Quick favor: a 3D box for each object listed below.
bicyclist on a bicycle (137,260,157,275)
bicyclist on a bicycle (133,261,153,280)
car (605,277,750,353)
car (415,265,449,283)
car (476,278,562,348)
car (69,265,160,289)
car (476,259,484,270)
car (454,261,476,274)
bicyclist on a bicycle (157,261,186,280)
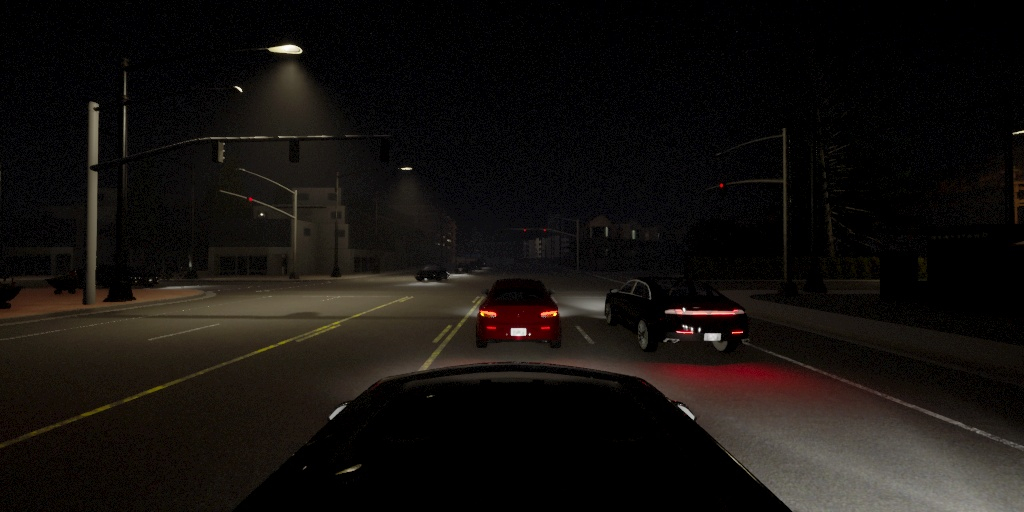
[{"bbox_3d":[-31.211,1.155,31.236,1.656,1.620,0.582,20,7,-24],"label":"bicyclist on a bicycle"},{"bbox_3d":[-32.647,1.244,31.742,1.656,1.620,0.582,0,0,19],"label":"bicyclist on a bicycle"},{"bbox_3d":[3.657,1.250,8.882,2.128,1.511,4.902,0,0,1],"label":"car"},{"bbox_3d":[-6.726,1.479,30.839,2.033,1.411,5.357,0,-1,1],"label":"car"},{"bbox_3d":[0.166,1.288,9.128,1.812,1.442,4.674,0,0,1],"label":"car"},{"bbox_3d":[-25.852,1.332,23.285,4.892,1.490,1.837,0,-1,1],"label":"car"},{"bbox_3d":[-6.323,1.633,60.438,1.837,1.490,4.892,0,0,1],"label":"car"},{"bbox_3d":[-6.504,1.589,47.929,2.128,1.511,4.902,0,0,1],"label":"car"},{"bbox_3d":[-29.282,1.231,31.021,1.656,1.620,0.582,1,-1,-22],"label":"bicyclist on a bicycle"}]
